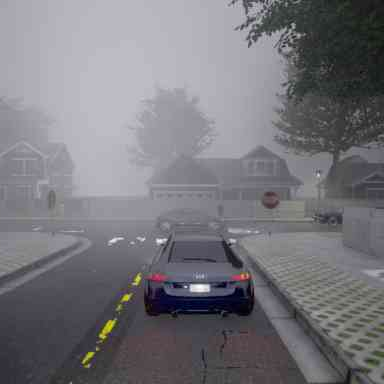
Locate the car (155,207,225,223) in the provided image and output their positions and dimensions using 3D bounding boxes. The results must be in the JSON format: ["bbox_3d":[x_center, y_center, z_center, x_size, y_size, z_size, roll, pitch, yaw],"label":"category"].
[{"bbox_3d":[-0.076,1.565,19.528,4.181,1.385,1.994,0,0,-1],"label":"car"}]

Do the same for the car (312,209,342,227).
[{"bbox_3d":[10.751,1.632,22.602,4.718,1.301,1.895,0,1,-1],"label":"car"}]

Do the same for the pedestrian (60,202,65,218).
[{"bbox_3d":[-9.823,1.338,25.255,0.375,1.300,0.375,0,0,-1],"label":"pedestrian"}]

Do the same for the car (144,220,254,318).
[{"bbox_3d":[0.105,1.562,7.514,1.994,1.385,4.181,0,0,-1],"label":"car"}]
